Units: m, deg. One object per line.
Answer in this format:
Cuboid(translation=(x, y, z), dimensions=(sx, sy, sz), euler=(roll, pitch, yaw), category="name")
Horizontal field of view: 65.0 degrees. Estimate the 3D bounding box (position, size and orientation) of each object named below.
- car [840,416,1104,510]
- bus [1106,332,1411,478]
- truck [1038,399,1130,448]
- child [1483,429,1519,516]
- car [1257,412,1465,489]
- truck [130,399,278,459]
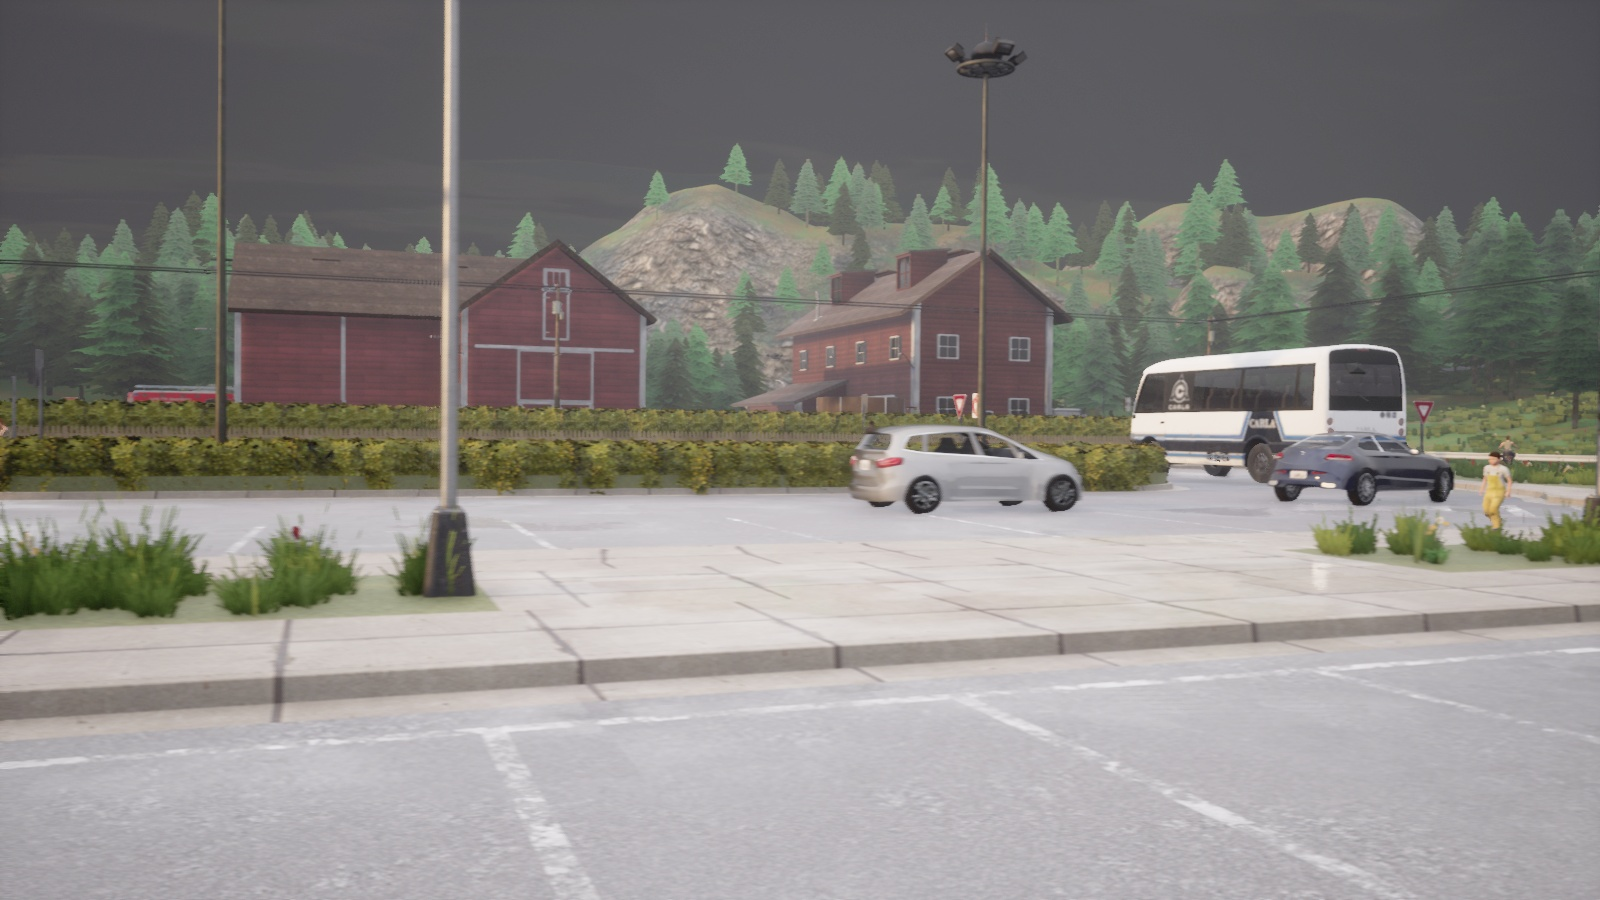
Cuboid(translation=(3.367, 0.205, 24.723), dimensions=(4.611, 1.667, 2.242), euler=(-1, 1, -20), category="car")
Cuboid(translation=(14.919, -1.427, 42.209), dimensions=(3.944, 4.253, 10.273), euler=(-1, 1, -20), category="bus")
Cuboid(translation=(21.080, -1.937, 93.701), dimensions=(2.891, 3.462, 7.936), euler=(-1, 1, -20), category="truck")
Cuboid(translation=(10.347, 0.320, 18.534), dimensions=(0.437, 1.263, 0.270), euler=(-1, 1, -27), category="child")
Cuboid(translation=(13.155, -0.043, 29.333), dimensions=(5.027, 1.651, 2.152), euler=(-1, 1, -35), category="car")
Cuboid(translation=(-39.398, -1.429, 83.183), dimensions=(8.468, 3.827, 2.891), euler=(-1, 1, -34), category="truck")
